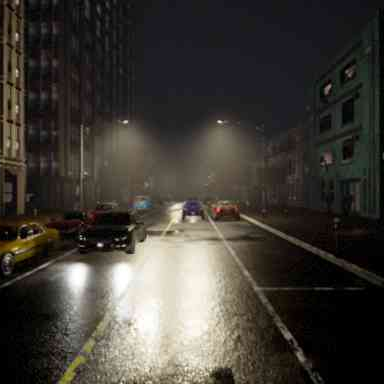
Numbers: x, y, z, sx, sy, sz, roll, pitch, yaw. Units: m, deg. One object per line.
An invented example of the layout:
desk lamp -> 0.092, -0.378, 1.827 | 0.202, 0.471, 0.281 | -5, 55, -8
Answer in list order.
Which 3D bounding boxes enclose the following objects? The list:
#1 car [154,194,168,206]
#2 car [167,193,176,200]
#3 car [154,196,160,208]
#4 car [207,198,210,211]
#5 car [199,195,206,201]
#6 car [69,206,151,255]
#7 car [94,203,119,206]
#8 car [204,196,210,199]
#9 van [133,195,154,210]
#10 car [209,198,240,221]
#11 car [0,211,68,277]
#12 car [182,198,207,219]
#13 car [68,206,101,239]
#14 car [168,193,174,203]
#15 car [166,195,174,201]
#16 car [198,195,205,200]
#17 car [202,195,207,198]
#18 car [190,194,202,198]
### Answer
car -> -5.697, 1.307, 54.750 | 2.192, 1.841, 5.009 | 0, 0, 0
car -> -5.703, 1.329, 93.509 | 2.192, 1.841, 5.009 | 0, 0, 0
car -> -5.696, 1.535, 43.676 | 1.887, 1.381, 4.507 | 0, 0, 0
car -> 2.687, 1.572, 32.601 | 1.802, 1.307, 4.206 | 0, 0, 0
car -> 2.677, 1.536, 88.142 | 1.752, 1.417, 4.829 | 0, 0, 0
car -> -3.005, 1.507, 13.319 | 1.837, 1.490, 4.892 | 0, 0, 0
car -> -5.691, 1.432, 21.528 | 1.967, 1.590, 4.097 | 0, 0, 0
car -> 2.686, 1.535, 38.139 | 1.887, 1.381, 4.507 | 0, 0, 0
van -> -5.694, 1.331, 38.138 | 1.690, 1.788, 3.998 | 0, 0, 0
car -> 2.689, 1.431, 27.064 | 1.967, 1.590, 4.097 | 0, 0, 0
car -> -5.690, 1.521, 10.284 | 1.752, 1.417, 4.829 | 0, 0, 0
car -> 0.096, 1.516, 28.856 | 1.812, 1.442, 4.674 | 0, 0, 0
car -> -5.691, 1.575, 15.991 | 1.802, 1.307, 4.206 | 0, 0, 0
car -> -5.700, 1.314, 71.361 | 2.192, 1.841, 5.009 | 0, 0, 0
car -> -5.704, 1.535, 87.802 | 1.752, 1.417, 4.829 | 0, 0, 0
car -> 2.676, 1.540, 93.679 | 1.752, 1.417, 4.829 | 0, 0, 0
car -> 2.683, 1.558, 54.750 | 1.947, 1.339, 4.313 | 0, 0, 0
car -> 0.092, 1.468, 45.952 | 1.882, 1.535, 5.008 | 0, 0, 0
